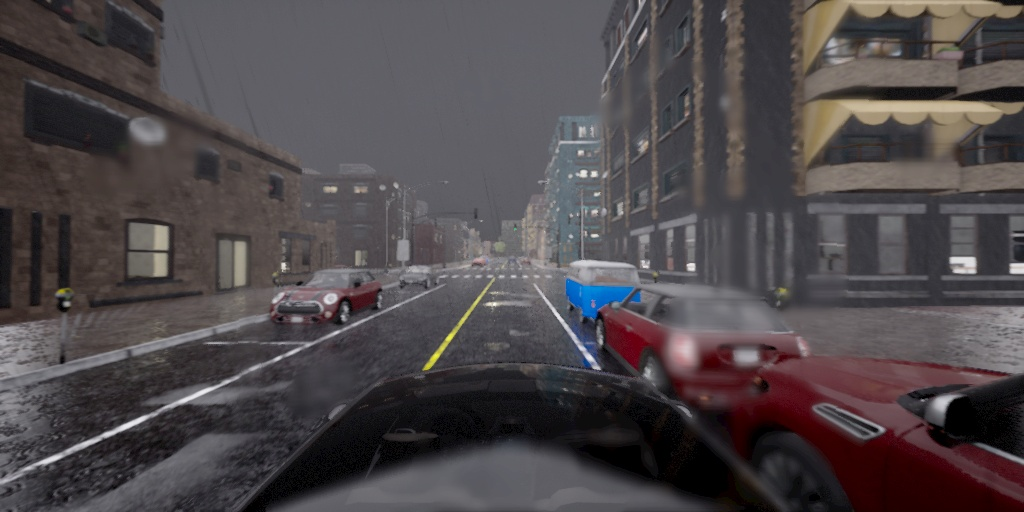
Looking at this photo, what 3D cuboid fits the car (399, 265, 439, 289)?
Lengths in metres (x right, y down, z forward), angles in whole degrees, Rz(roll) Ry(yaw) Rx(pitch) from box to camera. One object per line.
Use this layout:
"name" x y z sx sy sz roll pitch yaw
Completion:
"car" -5.682 1.219 22.290 2.007 1.370 4.403 0 0 0

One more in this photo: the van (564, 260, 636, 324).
"van" 2.695 1.052 11.465 1.690 1.789 3.998 0 0 0

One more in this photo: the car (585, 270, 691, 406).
"car" 2.693 1.172 6.058 1.967 1.591 4.097 0 0 0

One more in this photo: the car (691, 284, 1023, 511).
"car" 2.691 1.069 0.651 2.192 1.841 5.009 0 0 0

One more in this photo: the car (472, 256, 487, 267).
"car" -5.744 1.060 60.245 1.888 1.381 4.507 0 0 0

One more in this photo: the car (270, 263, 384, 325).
"car" -5.686 1.151 11.476 1.967 1.591 4.097 0 0 0
